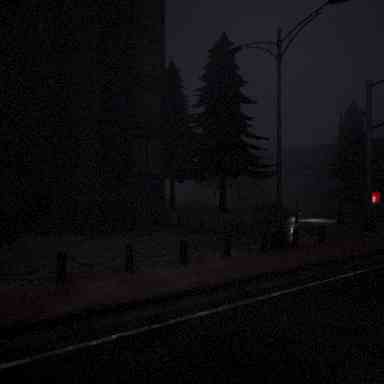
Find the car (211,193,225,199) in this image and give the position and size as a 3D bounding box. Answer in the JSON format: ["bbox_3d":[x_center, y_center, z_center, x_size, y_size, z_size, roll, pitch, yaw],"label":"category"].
[{"bbox_3d":[7.253,1.092,94.506,1.905,1.878,3.866,0,0,-37],"label":"car"}]

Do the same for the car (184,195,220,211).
[{"bbox_3d":[1.330,1.493,37.662,1.882,1.535,5.008,0,0,-37],"label":"car"}]

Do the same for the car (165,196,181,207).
[{"bbox_3d":[-3.591,1.616,50.451,1.895,1.301,4.718,0,0,-34],"label":"car"}]

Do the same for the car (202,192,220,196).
[{"bbox_3d":[5.165,1.113,92.444,1.932,1.855,4.605,0,0,-37],"label":"car"}]

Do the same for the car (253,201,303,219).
[{"bbox_3d":[7.535,1.541,29.475,1.812,1.442,4.674,0,0,-38],"label":"car"}]

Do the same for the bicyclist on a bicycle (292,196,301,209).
[{"bbox_3d":[11.472,1.316,36.639,1.656,1.620,0.582,0,0,-37],"label":"bicyclist on a bicycle"}]
